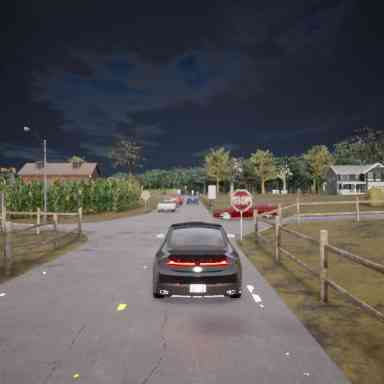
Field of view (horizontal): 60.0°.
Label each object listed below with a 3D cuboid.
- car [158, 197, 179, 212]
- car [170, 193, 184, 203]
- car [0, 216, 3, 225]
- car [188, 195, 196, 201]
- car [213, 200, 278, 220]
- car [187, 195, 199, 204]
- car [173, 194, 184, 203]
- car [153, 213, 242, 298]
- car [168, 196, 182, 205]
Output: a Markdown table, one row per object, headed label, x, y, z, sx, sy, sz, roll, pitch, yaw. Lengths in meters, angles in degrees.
| label | x | y | z | sx | sy | sz | roll | pitch | yaw |
| --- | --- | --- | --- | --- | --- | --- | --- | --- | --- |
| car | -2.831 | 1.581 | 37.992 | 1.895 | 1.301 | 4.718 | 0 | 0 | 0 |
| car | -2.796 | 1.180 | 57.362 | 2.150 | 2.045 | 5.566 | 0 | 0 | 0 |
| car | -15.519 | 1.919 | 22.591 | 4.718 | 1.301 | 1.895 | -1 | -2 | -1 |
| car | 0.055 | 1.491 | 80.735 | 1.994 | 1.385 | 4.181 | 0 | 0 | 0 |
| car | 4.075 | 1.369 | 25.506 | 5.008 | 1.535 | 1.882 | -2 | -2 | 0 |
| car | 0.135 | 1.308 | 60.608 | 2.097 | 1.767 | 4.553 | 0 | 0 | 0 |
| car | -2.725 | 1.302 | 67.303 | 2.097 | 1.767 | 4.553 | 0 | 0 | 0 |
| car | 0.104 | 1.509 | 8.491 | 1.837 | 1.490 | 4.892 | 0 | 0 | 0 |
| car | -2.815 | 1.570 | 47.582 | 1.895 | 1.301 | 4.718 | 0 | 0 | 0 |
